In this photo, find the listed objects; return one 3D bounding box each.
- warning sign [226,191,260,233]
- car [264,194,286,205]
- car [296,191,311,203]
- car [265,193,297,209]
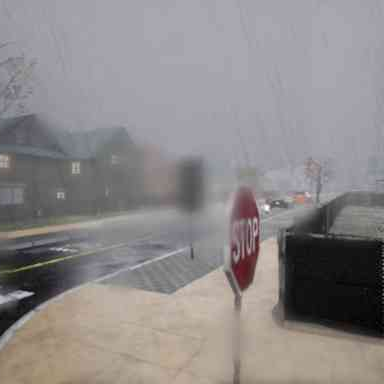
[{"bbox_3d":[2.418,0.923,15.698,1.300,1.860,1.060,-2,-2,26],"label":"warning sign"},{"bbox_3d":[11.353,1.031,45.354,1.895,1.301,4.718,-1,0,27],"label":"car"},{"bbox_3d":[16.139,0.693,48.789,2.097,1.767,4.553,-1,0,27],"label":"car"},{"bbox_3d":[9.649,1.088,35.766,1.994,1.385,4.181,-1,1,27],"label":"car"}]
